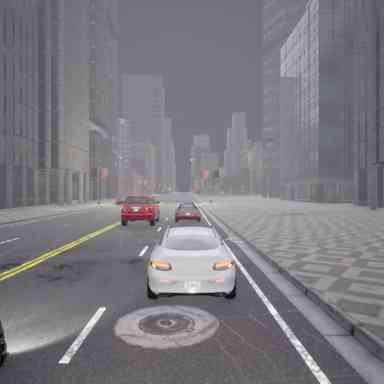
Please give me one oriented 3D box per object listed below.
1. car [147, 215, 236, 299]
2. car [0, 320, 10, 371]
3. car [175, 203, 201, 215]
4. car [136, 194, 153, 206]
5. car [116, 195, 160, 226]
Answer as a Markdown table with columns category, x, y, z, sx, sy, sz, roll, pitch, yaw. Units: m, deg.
| category | x | y | z | sx | sy | sz | roll | pitch | yaw |
| --- | --- | --- | --- | --- | --- | --- | --- | --- | --- |
| car | -0.031 | 1.523 | 8.318 | 1.812 | 1.442 | 4.674 | 0 | 0 | -1 |
| car | -3.181 | 1.563 | 2.324 | 1.994 | 1.385 | 4.181 | 0 | 0 | -1 |
| car | -0.332 | 1.552 | 26.123 | 1.994 | 1.385 | 4.181 | 0 | 0 | -1 |
| car | -7.394 | 1.279 | 52.457 | 2.097 | 1.767 | 4.553 | 0 | 0 | -1 |
| car | -3.535 | 1.213 | 23.402 | 2.150 | 2.045 | 5.566 | 0 | 0 | -1 |
